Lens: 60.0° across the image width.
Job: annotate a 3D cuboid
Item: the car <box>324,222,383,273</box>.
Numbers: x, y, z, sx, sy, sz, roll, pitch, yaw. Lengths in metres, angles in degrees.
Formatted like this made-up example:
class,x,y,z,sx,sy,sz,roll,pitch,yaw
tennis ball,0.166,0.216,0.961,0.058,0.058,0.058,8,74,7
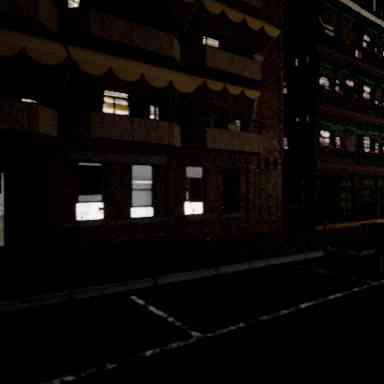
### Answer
class,x,y,z,sx,sy,sz,roll,pitch,yaw
car,6.068,1.669,10.845,4.206,1.307,1.802,1,-1,-35
